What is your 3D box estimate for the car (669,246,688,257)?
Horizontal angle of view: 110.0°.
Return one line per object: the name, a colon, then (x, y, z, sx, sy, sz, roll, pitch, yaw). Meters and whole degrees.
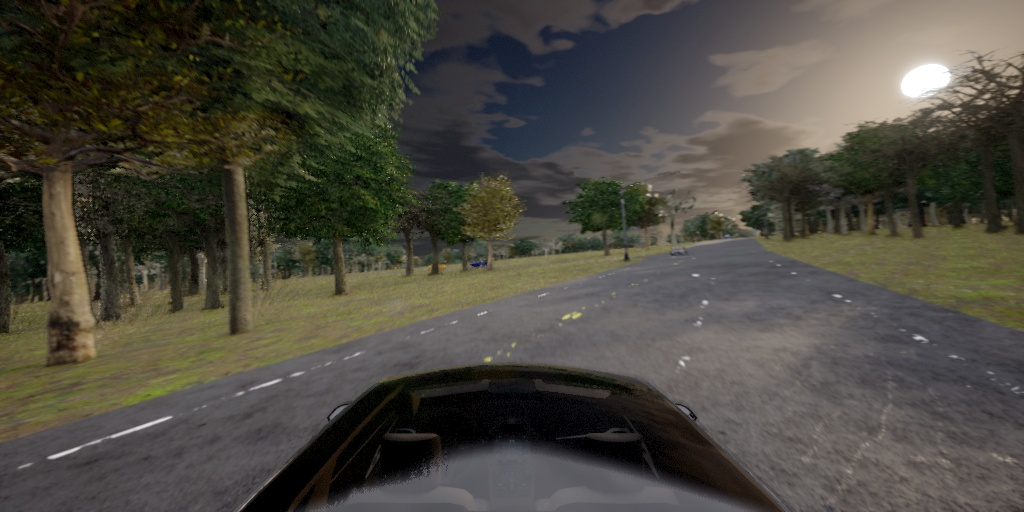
car: (23.642, -0.672, 50.870, 1.994, 1.385, 4.181, -4, 1, 32)
